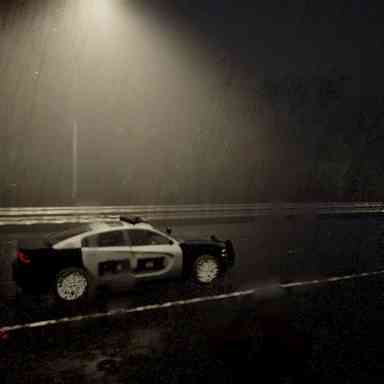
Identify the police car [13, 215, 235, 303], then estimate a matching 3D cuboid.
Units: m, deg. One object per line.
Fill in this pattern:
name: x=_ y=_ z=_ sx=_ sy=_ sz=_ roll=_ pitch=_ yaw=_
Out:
police car: x=-1.392 y=1.406 z=8.119 sx=5.238 sy=1.638 sz=1.930 roll=0 pitch=0 yaw=-25
